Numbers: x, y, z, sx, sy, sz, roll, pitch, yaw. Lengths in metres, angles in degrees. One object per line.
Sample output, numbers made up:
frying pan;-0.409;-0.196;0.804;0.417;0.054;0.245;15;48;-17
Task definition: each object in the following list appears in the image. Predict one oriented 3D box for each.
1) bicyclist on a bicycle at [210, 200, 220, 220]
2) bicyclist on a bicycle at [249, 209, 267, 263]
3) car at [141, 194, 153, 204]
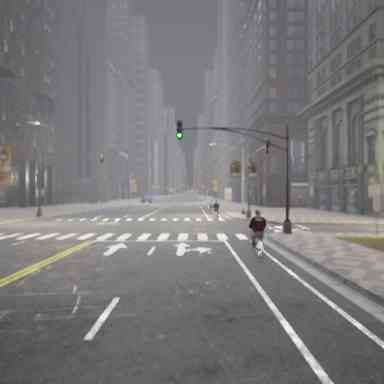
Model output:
bicyclist on a bicycle;2.246;1.659;30.851;0.659;1.776;1.843;0;0;0
bicyclist on a bicycle;2.241;1.479;11.488;0.659;1.776;1.843;0;0;0
car;-9.774;1.472;72.520;2.150;2.045;5.566;0;0;0
